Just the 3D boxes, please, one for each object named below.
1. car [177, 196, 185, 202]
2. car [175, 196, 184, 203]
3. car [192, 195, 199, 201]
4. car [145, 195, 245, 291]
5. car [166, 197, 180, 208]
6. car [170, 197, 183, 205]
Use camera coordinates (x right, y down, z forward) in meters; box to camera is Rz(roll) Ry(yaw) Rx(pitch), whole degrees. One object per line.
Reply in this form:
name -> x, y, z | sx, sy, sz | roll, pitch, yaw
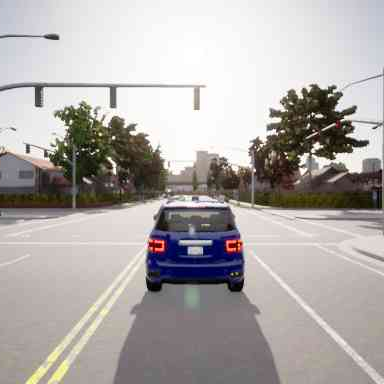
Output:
car -> -2.638, 1.673, 81.370 | 1.895, 1.301, 4.718 | 0, 0, 0
car -> -2.701, 1.592, 71.169 | 1.812, 1.442, 4.674 | 0, 0, 0
car -> 0.903, 1.562, 88.102 | 1.882, 1.535, 5.008 | 0, 0, 0
car -> 0.067, 1.231, 9.143 | 2.150, 2.045, 5.566 | 0, 0, 0
car -> -2.905, 1.527, 51.601 | 1.882, 1.535, 5.008 | 0, 0, 0
car -> -2.832, 1.606, 61.321 | 2.033, 1.411, 5.357 | 0, 0, 1
